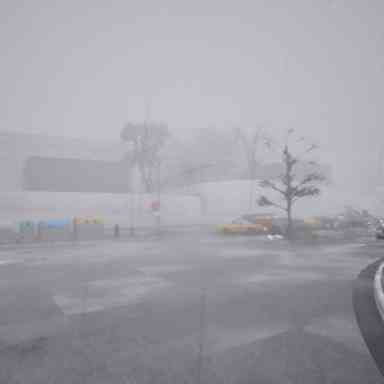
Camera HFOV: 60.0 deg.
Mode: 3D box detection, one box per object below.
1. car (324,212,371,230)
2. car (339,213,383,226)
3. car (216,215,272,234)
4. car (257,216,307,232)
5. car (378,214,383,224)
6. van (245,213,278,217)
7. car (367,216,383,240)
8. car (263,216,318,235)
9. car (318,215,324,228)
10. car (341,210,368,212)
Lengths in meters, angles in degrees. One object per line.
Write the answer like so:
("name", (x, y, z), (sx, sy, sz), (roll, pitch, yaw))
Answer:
("car", (16.715, 3.169, 35.060), (4.902, 1.511, 2.128), (1, -5, -31))
("car", (22.662, 3.688, 44.439), (4.892, 1.521, 2.231), (-6, -7, 39))
("car", (4.911, 3.441, 33.572), (5.366, 1.575, 1.946), (-6, -7, 39))
("car", (9.856, 3.550, 36.768), (4.792, 1.488, 2.163), (-6, -6, 39))
("car", (30.336, 3.852, 49.023), (4.674, 1.452, 2.002), (-6, -6, 39))
("van", (7.406, 3.254, 35.168), (4.442, 1.987, 1.878), (-6, -7, 39))
("car", (12.577, 2.142, 18.715), (5.357, 1.411, 2.033), (1, -5, -31))
("car", (9.066, 3.151, 30.472), (4.181, 1.385, 1.994), (1, -5, -31))
("car", (12.290, 3.561, 38.405), (5.366, 1.575, 1.946), (-6, -6, 39))
("car", (20.071, 3.400, 42.930), (5.566, 2.045, 2.435), (-6, -6, 39))
